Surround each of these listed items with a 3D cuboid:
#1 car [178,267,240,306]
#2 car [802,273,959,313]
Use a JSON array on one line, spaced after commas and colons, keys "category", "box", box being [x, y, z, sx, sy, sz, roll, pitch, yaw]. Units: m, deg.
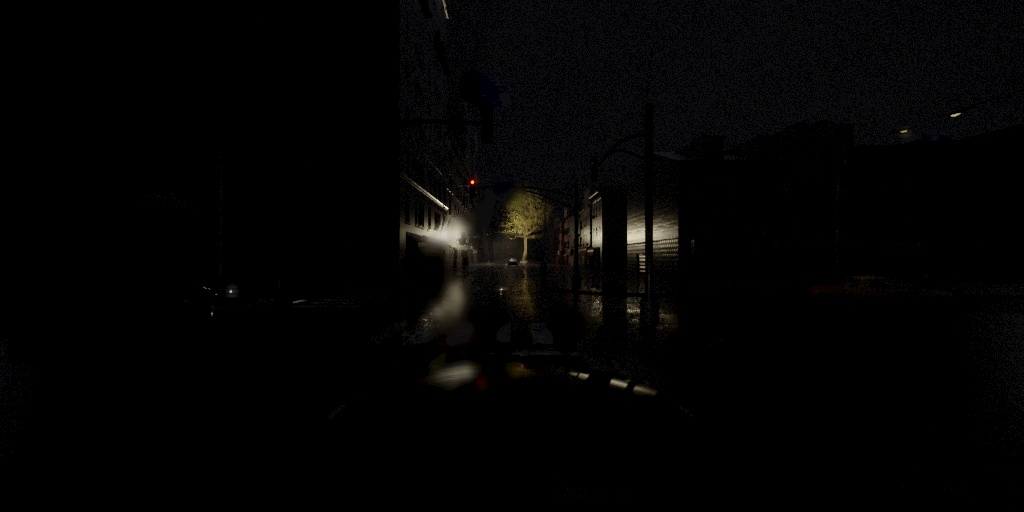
[{"category": "car", "box": [-13.764, 1.177, 14.499, 4.892, 1.490, 1.837, 0, 0, 0]}, {"category": "car", "box": [13.898, 1.346, 13.625, 4.829, 1.417, 1.751, 0, 0, 0]}]
